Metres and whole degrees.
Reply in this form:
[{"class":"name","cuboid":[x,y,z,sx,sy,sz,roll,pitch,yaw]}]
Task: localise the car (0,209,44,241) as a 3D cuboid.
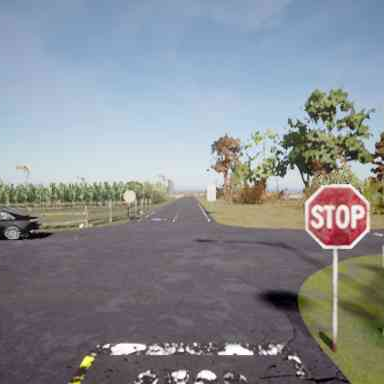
[{"class":"car","cuboid":[-10.105,1.652,16.654,4.902,1.511,2.128,-2,1,-7]}]
